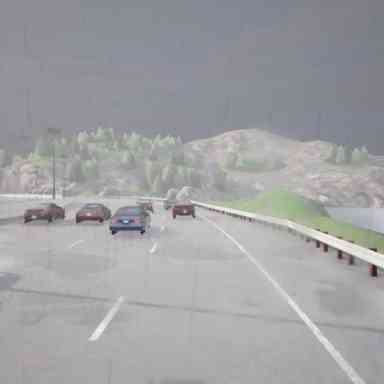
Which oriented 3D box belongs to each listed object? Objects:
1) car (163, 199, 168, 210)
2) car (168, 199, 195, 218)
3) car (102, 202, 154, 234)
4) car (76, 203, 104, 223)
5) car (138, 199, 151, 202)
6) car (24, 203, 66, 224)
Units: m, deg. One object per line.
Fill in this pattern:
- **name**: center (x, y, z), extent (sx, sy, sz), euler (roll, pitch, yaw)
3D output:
- **car**: center (-2.530, 1.541, 41.966), extent (2.033, 1.411, 5.357), euler (0, 0, -10)
- **car**: center (-0.871, 1.473, 29.982), extent (1.882, 1.535, 5.008), euler (0, 0, -6)
- **car**: center (-3.468, 1.545, 19.184), extent (2.033, 1.411, 5.357), euler (0, 0, -3)
- **car**: center (-7.461, 1.560, 25.454), extent (1.994, 1.385, 4.181), euler (0, 0, -5)
- **car**: center (-5.323, 1.520, 37.130), extent (1.812, 1.442, 4.674), euler (0, 0, -8)
- **car**: center (-10.909, 1.522, 24.864), extent (1.812, 1.442, 4.674), euler (0, 0, -5)
